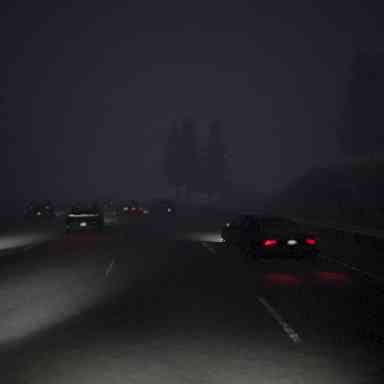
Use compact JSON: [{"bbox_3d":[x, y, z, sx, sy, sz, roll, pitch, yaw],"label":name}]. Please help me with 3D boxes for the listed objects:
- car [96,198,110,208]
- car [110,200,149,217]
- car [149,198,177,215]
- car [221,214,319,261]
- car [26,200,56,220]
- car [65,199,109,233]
[{"bbox_3d":[-11.519,1.420,42.182,1.895,1.301,4.718,0,0,-29],"label":"car"},{"bbox_3d":[-5.715,1.419,29.827,2.033,1.411,5.357,0,0,-21],"label":"car"},{"bbox_3d":[-2.918,1.365,32.102,1.837,1.490,4.892,0,0,-21],"label":"car"},{"bbox_3d":[2.493,1.494,12.057,2.033,1.411,5.357,0,0,-9],"label":"car"},{"bbox_3d":[-12.101,1.378,26.810,2.128,1.511,4.902,0,0,-20],"label":"car"},{"bbox_3d":[-6.087,1.409,19.208,2.128,1.511,4.902,0,0,-13],"label":"car"}]
